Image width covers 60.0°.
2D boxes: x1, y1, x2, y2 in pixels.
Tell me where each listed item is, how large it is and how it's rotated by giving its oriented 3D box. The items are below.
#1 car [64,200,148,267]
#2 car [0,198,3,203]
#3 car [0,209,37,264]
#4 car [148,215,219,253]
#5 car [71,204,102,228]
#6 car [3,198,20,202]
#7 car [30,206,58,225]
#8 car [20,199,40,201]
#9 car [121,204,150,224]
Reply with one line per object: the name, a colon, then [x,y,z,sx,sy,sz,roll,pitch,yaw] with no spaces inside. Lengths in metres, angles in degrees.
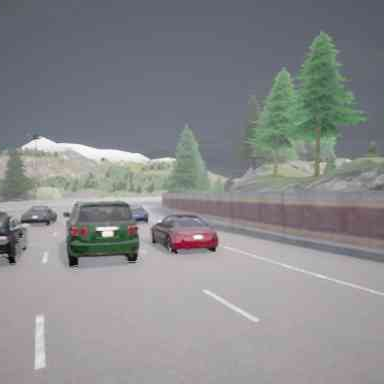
car: [-3.406,1.303,12.145,2.150,2.045,5.566,0,0,-21]
car: [-37.468,1.888,64.811,1.882,1.535,5.008,0,0,-1]
car: [-6.957,1.568,11.687,2.128,1.511,4.902,0,0,-20]
car: [-0.463,1.657,14.300,1.994,1.385,4.181,0,0,-20]
car: [-7.822,1.708,25.107,2.033,1.411,5.357,0,0,-15]
car: [-33.978,2.004,64.458,1.895,1.301,4.718,0,0,-1]
car: [-11.432,1.725,25.147,1.994,1.385,4.181,0,0,-14]
car: [-30.474,2.003,64.136,1.895,1.301,4.718,0,0,-1]
car: [-4.692,1.738,27.036,1.994,1.385,4.181,0,0,-15]
